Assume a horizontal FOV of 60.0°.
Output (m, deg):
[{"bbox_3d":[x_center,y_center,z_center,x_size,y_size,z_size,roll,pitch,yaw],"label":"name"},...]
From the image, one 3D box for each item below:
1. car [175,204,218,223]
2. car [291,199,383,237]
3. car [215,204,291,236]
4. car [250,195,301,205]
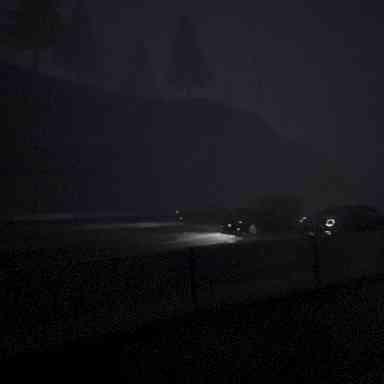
[{"bbox_3d":[1.148,1.599,25.152,4.718,1.301,1.895,0,0,-30],"label":"car"},{"bbox_3d":[7.513,1.397,16.646,4.553,1.767,2.097,0,0,-29],"label":"car"},{"bbox_3d":[3.723,1.582,18.527,4.181,1.385,1.994,0,0,-30],"label":"car"},{"bbox_3d":[5.525,1.251,23.589,5.566,2.045,2.150,0,0,-28],"label":"car"}]
